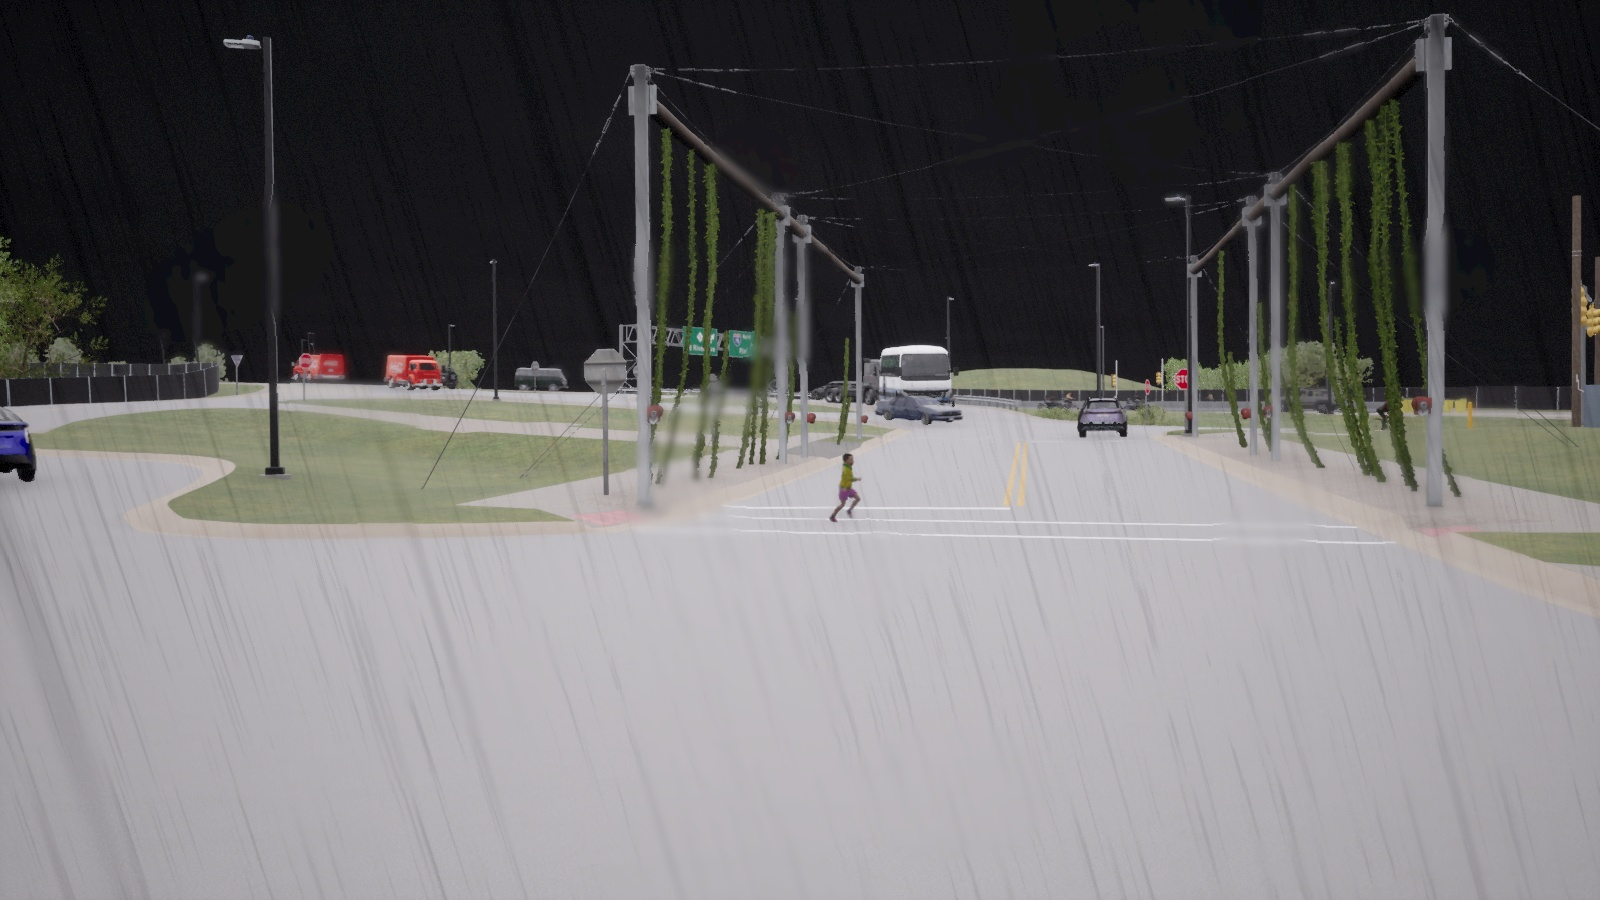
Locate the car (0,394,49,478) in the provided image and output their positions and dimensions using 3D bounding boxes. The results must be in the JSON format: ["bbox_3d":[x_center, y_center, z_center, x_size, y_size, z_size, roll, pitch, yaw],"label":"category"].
[{"bbox_3d":[-17.090,-0.338,25.812,2.007,1.525,4.514,-3,5,-41],"label":"car"}]

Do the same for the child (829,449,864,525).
[{"bbox_3d":[0.724,0.572,19.563,0.473,1.160,0.299,0,1,22],"label":"child"}]

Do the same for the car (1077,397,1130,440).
[{"bbox_3d":[12.576,-1.341,52.268,2.033,1.649,4.856,0,3,12],"label":"car"}]

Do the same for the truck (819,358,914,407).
[{"bbox_3d":[4.915,-5.144,94.518,2.891,3.462,7.936,-1,5,-33],"label":"truck"}]

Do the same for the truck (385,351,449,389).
[{"bbox_3d":[-27.429,-5.709,89.806,2.627,2.467,5.204,-1,5,-38],"label":"truck"}]

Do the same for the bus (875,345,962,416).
[{"bbox_3d":[7.404,-4.495,80.534,3.944,4.253,10.273,0,4,-4],"label":"bus"}]

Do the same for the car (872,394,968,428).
[{"bbox_3d":[6.240,-2.106,66.083,2.033,1.411,5.357,-4,7,-35],"label":"car"}]
